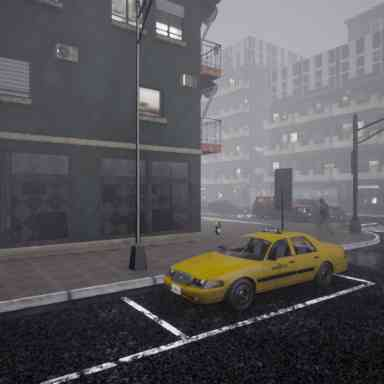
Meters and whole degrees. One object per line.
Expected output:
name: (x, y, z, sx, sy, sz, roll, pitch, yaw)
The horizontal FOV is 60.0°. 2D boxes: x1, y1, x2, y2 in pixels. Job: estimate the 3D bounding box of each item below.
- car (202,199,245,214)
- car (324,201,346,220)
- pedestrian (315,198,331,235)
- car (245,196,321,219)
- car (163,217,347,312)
car: (3.672, 1.466, 34.329, 2.033, 1.411, 5.357, 0, 0, -35)
car: (9.575, 1.302, 25.951, 2.097, 1.767, 4.553, 0, 0, -34)
pedestrian: (6.313, 1.137, 16.015, 0.375, 1.860, 0.375, 0, 0, -35)
car: (6.816, 1.262, 25.446, 2.192, 1.841, 5.009, 0, 0, -35)
car: (1.668, 1.525, 7.695, 4.829, 1.417, 1.752, 0, 0, -35)
